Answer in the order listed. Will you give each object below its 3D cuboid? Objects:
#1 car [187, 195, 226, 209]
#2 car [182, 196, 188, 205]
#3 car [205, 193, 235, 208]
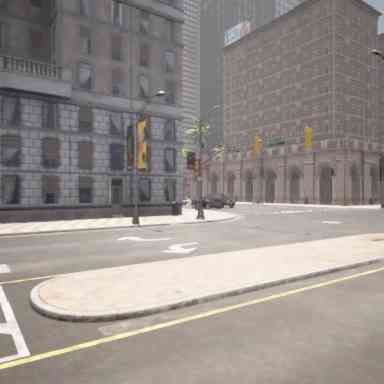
[{"bbox_3d":[1.850,1.478,44.629,1.882,1.535,5.008,0,0,-35],"label":"car"},{"bbox_3d":[-2.507,1.492,57.259,2.128,1.511,4.902,0,0,-34],"label":"car"},{"bbox_3d":[3.825,1.221,47.901,2.150,2.045,5.566,0,0,-35],"label":"car"}]
